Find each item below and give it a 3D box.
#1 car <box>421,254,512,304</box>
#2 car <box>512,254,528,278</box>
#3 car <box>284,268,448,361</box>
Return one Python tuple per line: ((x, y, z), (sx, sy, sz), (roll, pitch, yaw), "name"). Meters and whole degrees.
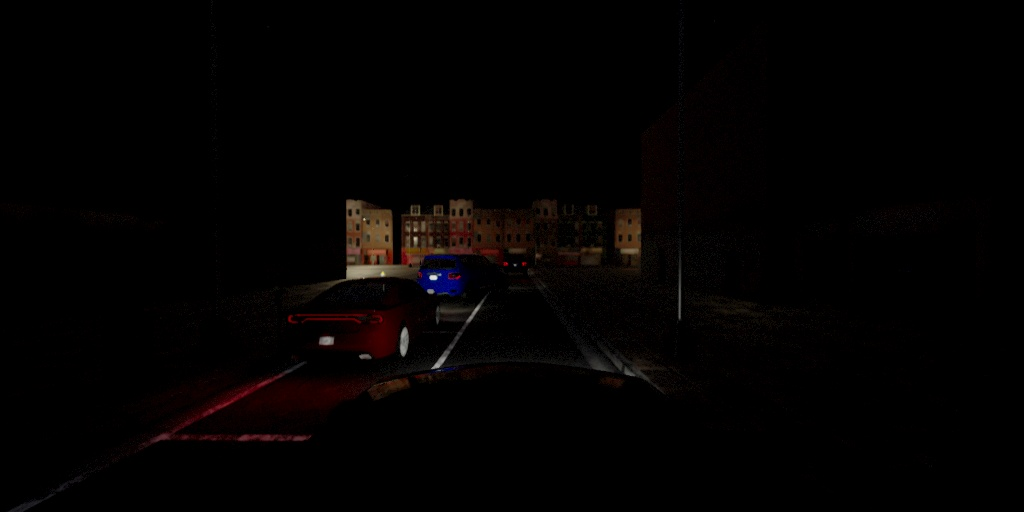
((-2.113, 0.926, 16.521), (2.150, 2.045, 5.566), (0, 0, 21), "car")
((0.300, 0.876, 32.892), (2.150, 2.045, 5.566), (0, 0, 1), "car")
((-2.967, 1.206, 8.249), (1.882, 1.535, 5.008), (0, 0, 0), "car")
